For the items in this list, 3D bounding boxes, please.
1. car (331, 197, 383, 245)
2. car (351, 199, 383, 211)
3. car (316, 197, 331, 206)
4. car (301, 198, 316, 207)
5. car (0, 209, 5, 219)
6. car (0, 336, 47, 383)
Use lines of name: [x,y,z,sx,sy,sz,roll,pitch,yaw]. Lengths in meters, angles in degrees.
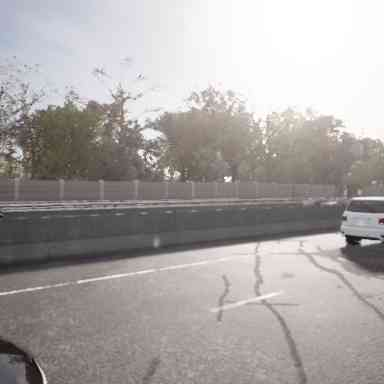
car: [8.626,1.226,14.203,5.566,2.045,2.150,0,0,-35]
car: [21.666,1.584,40.920,4.181,1.385,1.994,0,0,-35]
car: [18.930,1.567,43.266,5.357,1.411,2.033,0,0,-35]
car: [17.299,1.513,46.398,4.902,1.511,2.128,0,0,-35]
car: [-13.976,1.502,19.817,4.892,1.490,1.837,-2,1,-36]
car: [-3.240,1.492,1.434,4.902,1.511,2.128,0,0,-35]
